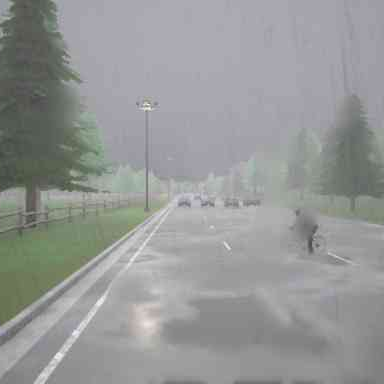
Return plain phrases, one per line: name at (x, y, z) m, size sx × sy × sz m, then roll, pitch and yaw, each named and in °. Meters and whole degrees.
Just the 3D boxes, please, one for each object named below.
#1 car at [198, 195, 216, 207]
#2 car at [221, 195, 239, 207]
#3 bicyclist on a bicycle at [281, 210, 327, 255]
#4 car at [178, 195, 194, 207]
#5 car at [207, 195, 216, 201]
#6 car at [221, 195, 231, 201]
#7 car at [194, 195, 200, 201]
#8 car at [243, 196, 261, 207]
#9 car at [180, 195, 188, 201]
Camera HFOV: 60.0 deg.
car at (2.374, 1.601, 50.914) m, size 1.895 × 1.301 × 4.718 m, roll 0°, pitch 0°, yaw -1°
car at (5.884, 1.491, 50.266) m, size 2.128 × 1.511 × 4.902 m, roll 0°, pitch 0°, yaw -1°
bicyclist on a bicycle at (3.961, 1.454, 11.821) m, size 1.656 × 1.620 × 0.582 m, roll -1°, pitch 0°, yaw -1°
car at (-1.126, 1.601, 51.031) m, size 1.895 × 1.301 × 4.718 m, roll 0°, pitch 0°, yaw -1°
car at (5.016, 1.524, 85.170) m, size 1.812 × 1.442 × 4.674 m, roll 0°, pitch 0°, yaw -1°
car at (8.537, 1.552, 84.309) m, size 1.994 × 1.385 × 4.181 m, roll 0°, pitch 0°, yaw -1°
car at (1.484, 1.500, 86.440) m, size 1.837 × 1.490 × 4.892 m, roll 0°, pitch 0°, yaw -1°
car at (9.314, 1.352, 52.117) m, size 2.097 × 1.767 × 4.553 m, roll 0°, pitch 0°, yaw -1°
car at (-2.036, 1.540, 87.242) m, size 2.033 × 1.411 × 5.357 m, roll 0°, pitch 0°, yaw -1°
